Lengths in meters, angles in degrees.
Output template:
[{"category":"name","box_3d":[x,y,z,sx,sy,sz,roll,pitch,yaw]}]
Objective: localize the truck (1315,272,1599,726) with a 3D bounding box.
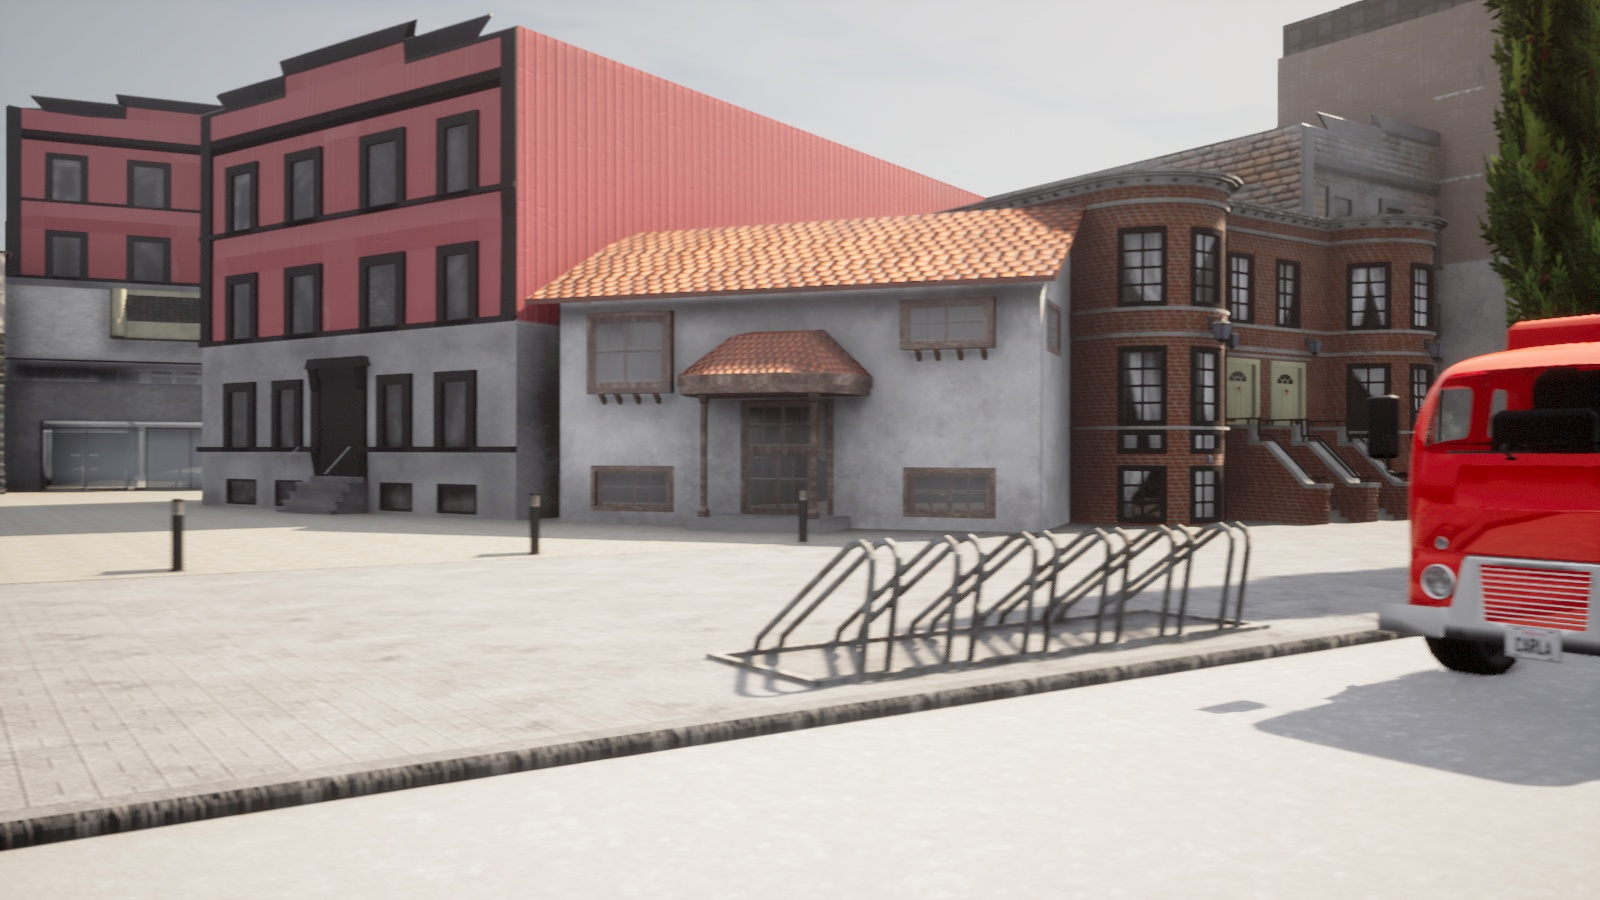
[{"category":"truck","box_3d":[6.263,0.266,8.630,5.204,2.467,2.627,0,0,-35]}]
